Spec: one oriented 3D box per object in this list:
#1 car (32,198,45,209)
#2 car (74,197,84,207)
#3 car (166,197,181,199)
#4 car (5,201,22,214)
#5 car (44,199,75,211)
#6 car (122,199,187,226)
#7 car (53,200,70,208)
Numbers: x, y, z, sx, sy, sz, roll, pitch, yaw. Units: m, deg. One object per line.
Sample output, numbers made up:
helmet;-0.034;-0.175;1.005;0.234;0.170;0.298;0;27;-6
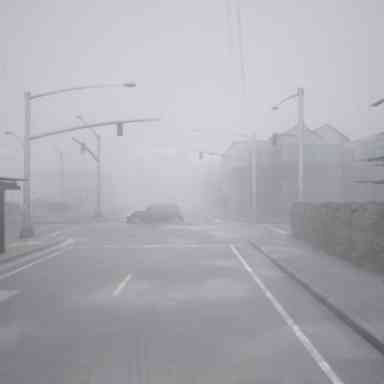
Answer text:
car;-25.899;1.931;57.834;1.932;1.855;4.605;0;-1;0
car;-22.635;1.998;65.711;1.905;1.878;3.866;0;-1;0
car;-3.577;1.867;58.189;2.150;2.045;5.566;0;-1;0
car;-22.572;1.877;40.783;1.970;1.475;3.806;0;-1;0
car;-18.929;2.021;47.841;2.007;1.523;4.514;0;-1;0
car;-2.877;1.702;26.340;4.553;1.767;2.097;0;0;0
car;-25.961;2.289;66.310;1.970;1.475;3.806;0;-1;0
